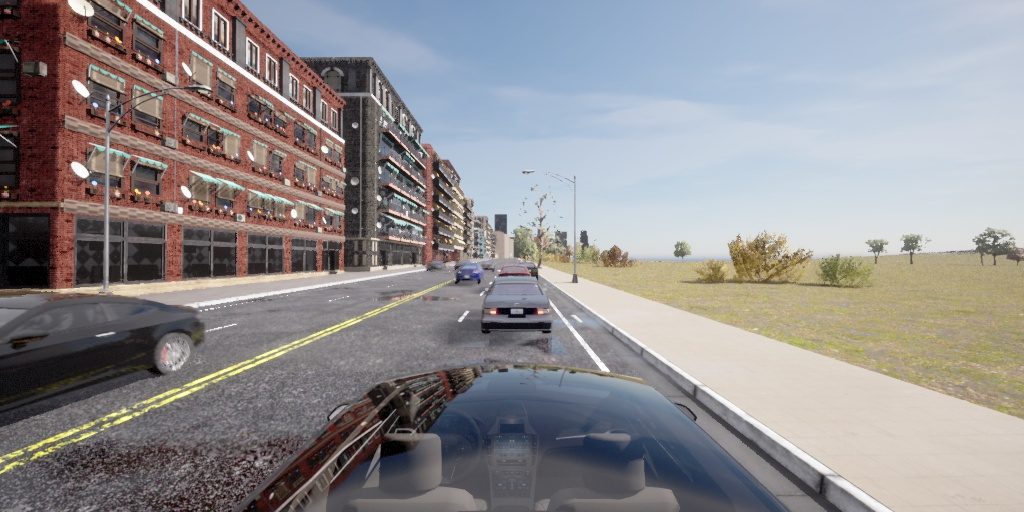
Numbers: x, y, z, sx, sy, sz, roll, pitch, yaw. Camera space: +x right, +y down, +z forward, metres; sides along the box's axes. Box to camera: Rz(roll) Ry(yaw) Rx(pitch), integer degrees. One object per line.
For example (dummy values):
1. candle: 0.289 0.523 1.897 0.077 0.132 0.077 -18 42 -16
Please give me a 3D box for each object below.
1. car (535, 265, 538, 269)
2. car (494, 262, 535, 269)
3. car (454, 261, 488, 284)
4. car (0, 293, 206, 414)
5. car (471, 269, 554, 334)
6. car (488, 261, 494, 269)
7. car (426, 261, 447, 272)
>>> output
1. car: 1.199 1.231 30.604 1.882 1.535 5.008 0 0 0
2. car: 0.144 1.230 21.167 1.882 1.535 5.008 0 0 0
3. car: -3.097 1.280 27.070 1.812 1.442 4.674 0 -1 0
4. car: -6.583 1.276 4.774 1.812 1.442 4.674 0 0 0
5. car: 0.118 1.299 10.627 2.033 1.411 5.357 0 0 0
6. car: -3.056 1.300 45.709 2.033 1.411 5.357 0 0 0
7. car: -9.752 1.317 46.395 1.994 1.385 4.181 0 0 0
